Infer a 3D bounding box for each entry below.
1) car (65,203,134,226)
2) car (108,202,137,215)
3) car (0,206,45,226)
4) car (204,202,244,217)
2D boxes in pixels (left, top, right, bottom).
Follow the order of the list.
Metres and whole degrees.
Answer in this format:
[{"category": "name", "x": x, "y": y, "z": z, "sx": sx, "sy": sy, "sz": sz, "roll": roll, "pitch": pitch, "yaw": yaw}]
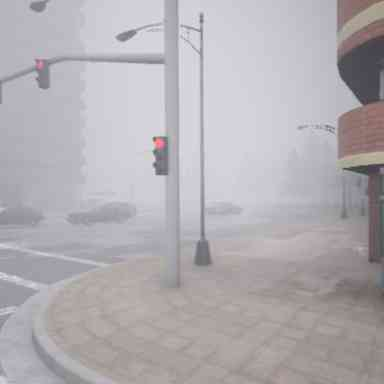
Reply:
[{"category": "car", "x": -6.897, "y": 1.727, "z": 24.707, "sx": 1.895, "sy": 1.301, "sz": 4.718, "roll": 0, "pitch": 0, "yaw": 36}, {"category": "car", "x": -7.190, "y": 1.653, "z": 30.243, "sx": 1.837, "sy": 1.490, "sz": 4.892, "roll": 0, "pitch": 0, "yaw": 36}, {"category": "car", "x": -12.563, "y": 1.675, "z": 22.853, "sx": 1.812, "sy": 1.442, "sz": 4.674, "roll": 0, "pitch": 0, "yaw": 36}, {"category": "car", "x": 3.128, "y": 1.649, "z": 32.373, "sx": 2.033, "sy": 1.411, "sz": 5.357, "roll": 0, "pitch": 0, "yaw": 34}]
